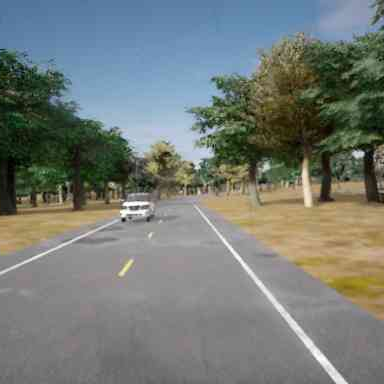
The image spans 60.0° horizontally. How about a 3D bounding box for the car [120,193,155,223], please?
[{"bbox_3d":[-4.143,1.108,26.056,2.150,2.045,5.566,-1,0,-2],"label":"car"}]
